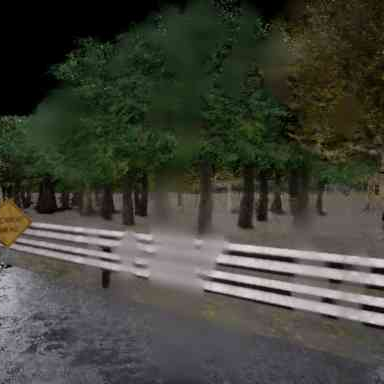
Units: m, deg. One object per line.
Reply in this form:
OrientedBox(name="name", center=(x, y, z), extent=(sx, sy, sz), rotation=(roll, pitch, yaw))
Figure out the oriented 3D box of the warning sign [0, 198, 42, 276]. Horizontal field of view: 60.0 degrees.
OrientedBox(name="warning sign", center=(-4.837, 1.110, 8.739), extent=(1.060, 1.860, 1.300), rotation=(0, 0, 37))
